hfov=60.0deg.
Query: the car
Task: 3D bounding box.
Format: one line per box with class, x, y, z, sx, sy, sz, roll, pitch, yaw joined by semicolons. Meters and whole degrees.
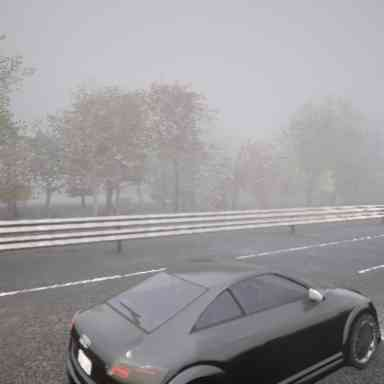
car;0.620;1.572;4.314;4.181;1.385;1.994;0;0;-36
